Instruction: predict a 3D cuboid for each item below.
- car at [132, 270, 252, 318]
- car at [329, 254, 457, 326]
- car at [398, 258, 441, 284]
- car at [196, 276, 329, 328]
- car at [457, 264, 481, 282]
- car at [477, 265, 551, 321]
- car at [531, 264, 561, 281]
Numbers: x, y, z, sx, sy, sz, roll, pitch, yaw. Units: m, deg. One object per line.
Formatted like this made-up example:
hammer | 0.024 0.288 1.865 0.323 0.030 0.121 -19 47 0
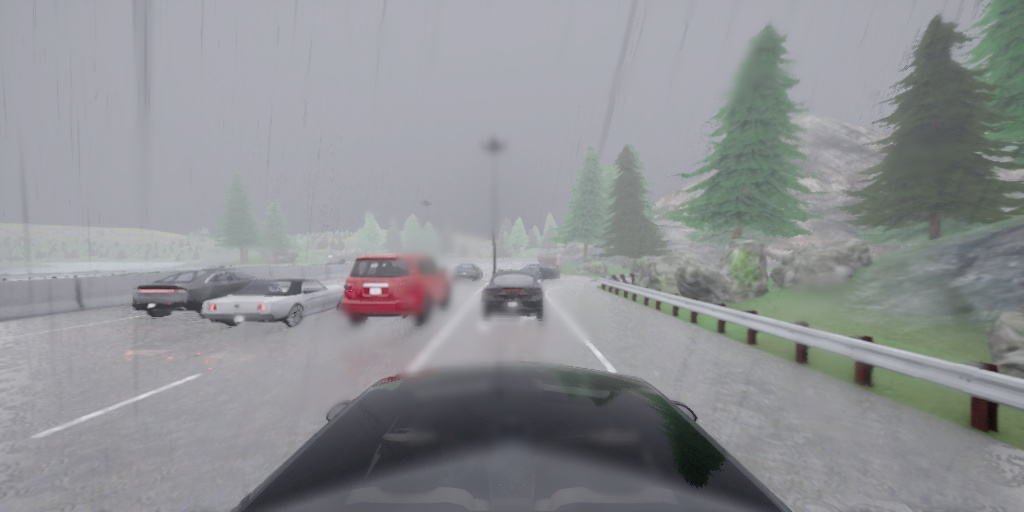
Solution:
car | -10.429 1.236 12.831 2.128 1.511 4.902 0 0 0
car | -3.434 0.968 11.755 2.150 2.045 5.566 0 0 0
car | -6.957 1.085 27.540 2.097 1.767 4.553 0 0 0
car | -6.935 1.345 11.396 1.895 1.301 4.718 0 0 0
car | -3.452 1.297 28.510 1.994 1.385 4.181 0 0 0
car | 0.068 1.221 12.396 1.882 1.535 5.008 0 0 0
car | 2.128 1.297 27.623 1.994 1.385 4.181 -1 0 33
